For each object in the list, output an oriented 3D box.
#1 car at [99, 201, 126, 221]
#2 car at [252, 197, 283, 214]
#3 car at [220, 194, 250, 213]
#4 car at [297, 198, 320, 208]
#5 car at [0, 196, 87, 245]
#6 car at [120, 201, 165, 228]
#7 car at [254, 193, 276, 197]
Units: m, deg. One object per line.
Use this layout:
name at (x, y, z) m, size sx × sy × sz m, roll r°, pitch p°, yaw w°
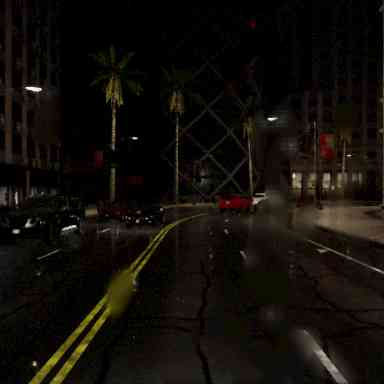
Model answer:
car at (-5.786, 1.476, 26.996) m, size 1.882 × 1.535 × 5.008 m, roll 0°, pitch 0°, yaw 11°
car at (8.063, 1.524, 35.623) m, size 1.812 × 1.442 × 4.674 m, roll 0°, pitch 0°, yaw 26°
car at (4.838, 1.222, 36.927) m, size 2.150 × 2.045 × 5.566 m, roll 0°, pitch 0°, yaw 25°
car at (16.555, 1.562, 46.944) m, size 4.181 × 1.385 × 1.994 m, roll 0°, pitch 0°, yaw -43°
car at (-6.846, 1.223, 15.873) m, size 2.150 × 2.045 × 5.566 m, roll 0°, pitch 0°, yaw 2°
car at (-3.018, 1.505, 22.165) m, size 1.837 × 1.490 × 4.892 m, roll 0°, pitch 0°, yaw 5°
car at (10.486, 1.219, 45.966) m, size 2.150 × 2.045 × 5.566 m, roll 0°, pitch 0°, yaw 42°
